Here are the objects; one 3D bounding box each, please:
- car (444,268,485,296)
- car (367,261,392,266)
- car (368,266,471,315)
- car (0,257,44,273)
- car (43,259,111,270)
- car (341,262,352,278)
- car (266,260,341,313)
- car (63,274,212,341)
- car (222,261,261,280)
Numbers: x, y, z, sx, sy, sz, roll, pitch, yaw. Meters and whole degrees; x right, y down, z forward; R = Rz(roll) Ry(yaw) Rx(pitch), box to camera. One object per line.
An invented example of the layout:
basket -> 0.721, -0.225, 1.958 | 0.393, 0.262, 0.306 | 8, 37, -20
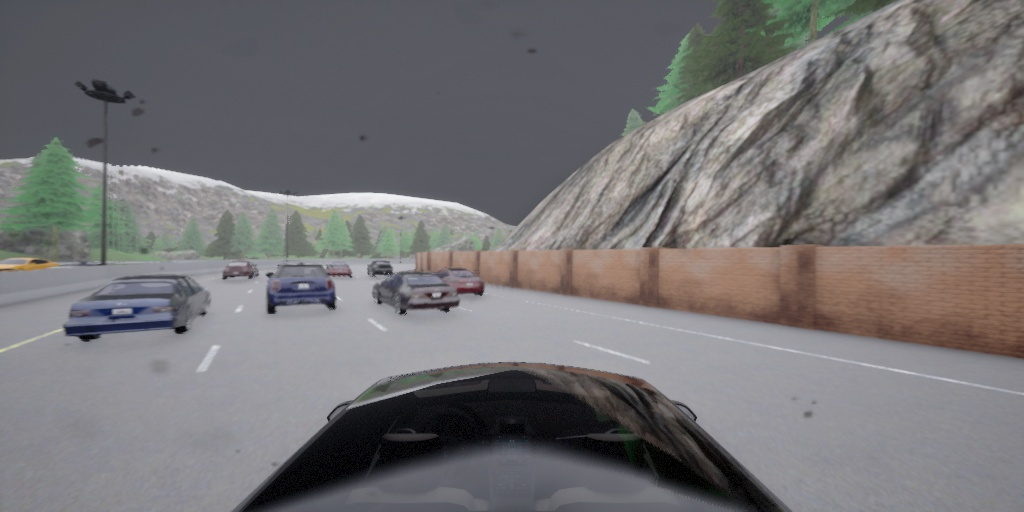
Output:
car -> -3.129, 1.316, 18.882 | 1.994, 1.385, 4.181 | 1, 0, -34
car -> -12.297, 1.183, 33.498 | 1.837, 1.490, 4.892 | 0, 1, -28
car -> -3.794, 1.279, 13.557 | 2.033, 1.411, 5.357 | 1, 0, -34
car -> -36.344, 0.873, 26.555 | 1.882, 1.535, 5.008 | 1, 0, -24
car -> -33.139, 1.022, 27.957 | 1.895, 1.301, 4.718 | 1, 0, -24
car -> -15.486, 1.200, 32.100 | 1.994, 1.385, 4.181 | 1, 0, -28
car -> -8.206, 1.032, 13.877 | 2.097, 1.767, 4.553 | 1, 0, -34
car -> -9.602, 1.203, 9.649 | 2.033, 1.411, 5.357 | 1, 0, -34
car -> -21.524, 1.083, 28.579 | 1.812, 1.442, 4.674 | 1, 0, -28
